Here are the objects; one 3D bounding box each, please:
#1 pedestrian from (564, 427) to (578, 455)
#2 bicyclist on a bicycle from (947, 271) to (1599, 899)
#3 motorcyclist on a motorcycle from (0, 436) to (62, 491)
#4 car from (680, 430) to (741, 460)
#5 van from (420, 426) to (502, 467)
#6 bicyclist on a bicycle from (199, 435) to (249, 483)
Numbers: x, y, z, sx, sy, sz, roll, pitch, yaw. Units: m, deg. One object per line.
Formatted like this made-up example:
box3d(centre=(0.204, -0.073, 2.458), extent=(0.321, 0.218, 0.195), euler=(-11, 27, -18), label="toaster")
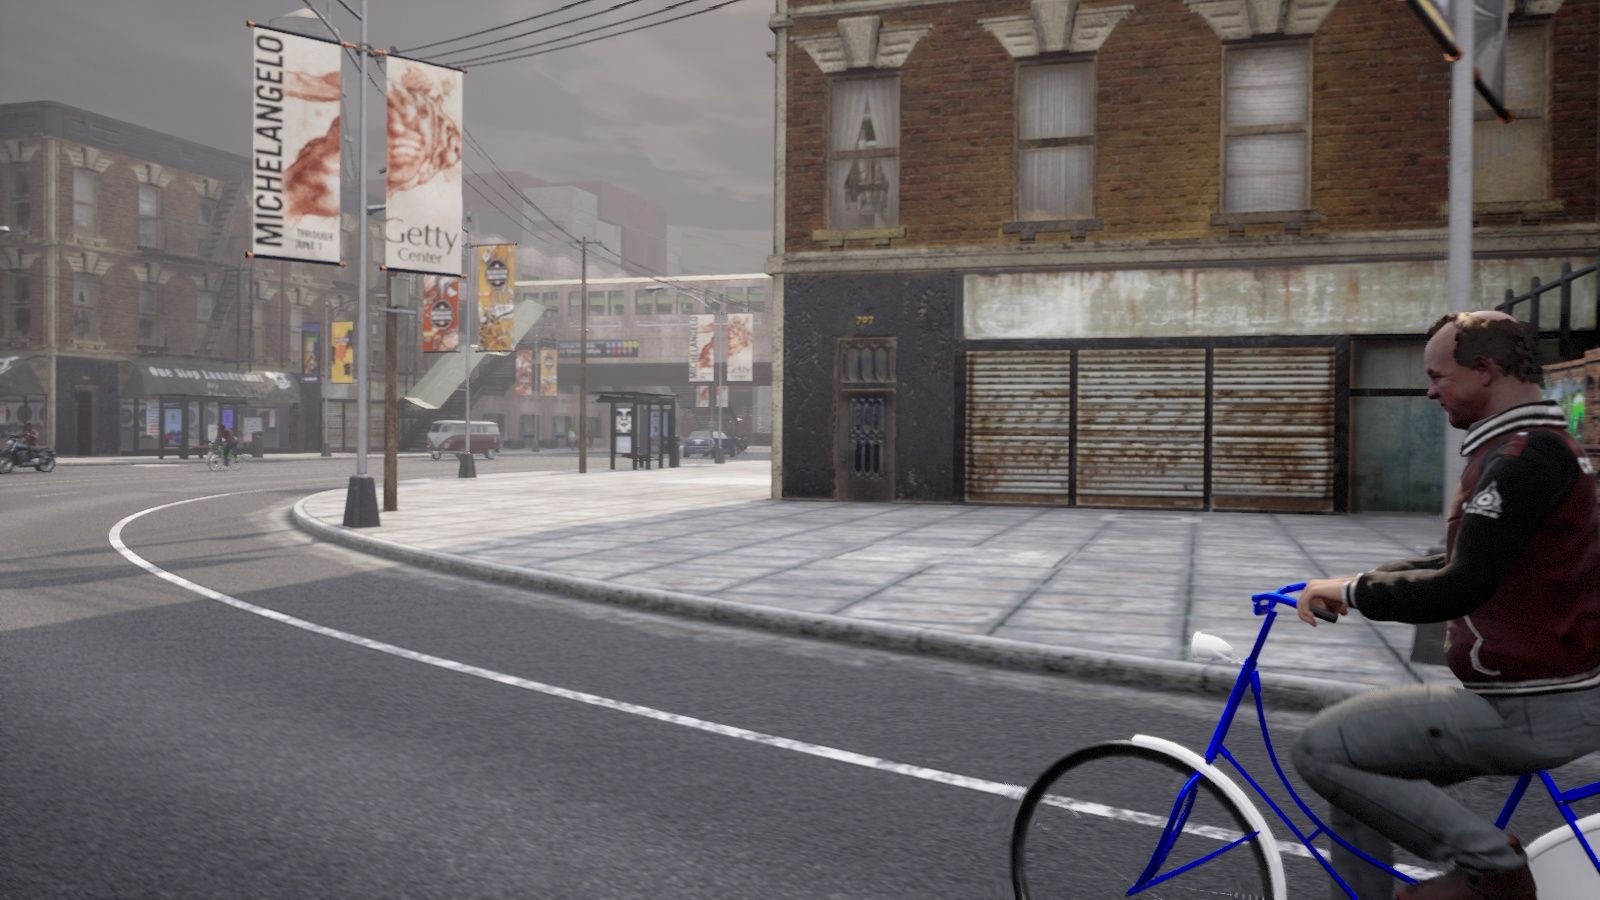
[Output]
box3d(centre=(-16.043, -0.605, 88.009), extent=(0.659, 1.952, 0.873), euler=(0, 1, 12), label="pedestrian")
box3d(centre=(1.304, 0.555, 2.820), extent=(1.843, 1.776, 0.659), euler=(0, 1, 35), label="bicyclist on a bicycle")
box3d(centre=(-24.318, 0.385, 39.250), extent=(0.766, 1.649, 2.350), euler=(0, 1, 12), label="motorcyclist on a motorcycle")
box3d(centre=(-5.367, -0.341, 76.062), extent=(2.097, 1.767, 4.553), euler=(0, 1, 18), label="car")
box3d(centre=(-16.952, -0.180, 63.001), extent=(1.775, 1.987, 4.442), euler=(0, 1, 19), label="van")
box3d(centre=(-19.740, 0.300, 43.063), extent=(0.582, 1.620, 1.656), euler=(0, 1, 17), label="bicyclist on a bicycle")
